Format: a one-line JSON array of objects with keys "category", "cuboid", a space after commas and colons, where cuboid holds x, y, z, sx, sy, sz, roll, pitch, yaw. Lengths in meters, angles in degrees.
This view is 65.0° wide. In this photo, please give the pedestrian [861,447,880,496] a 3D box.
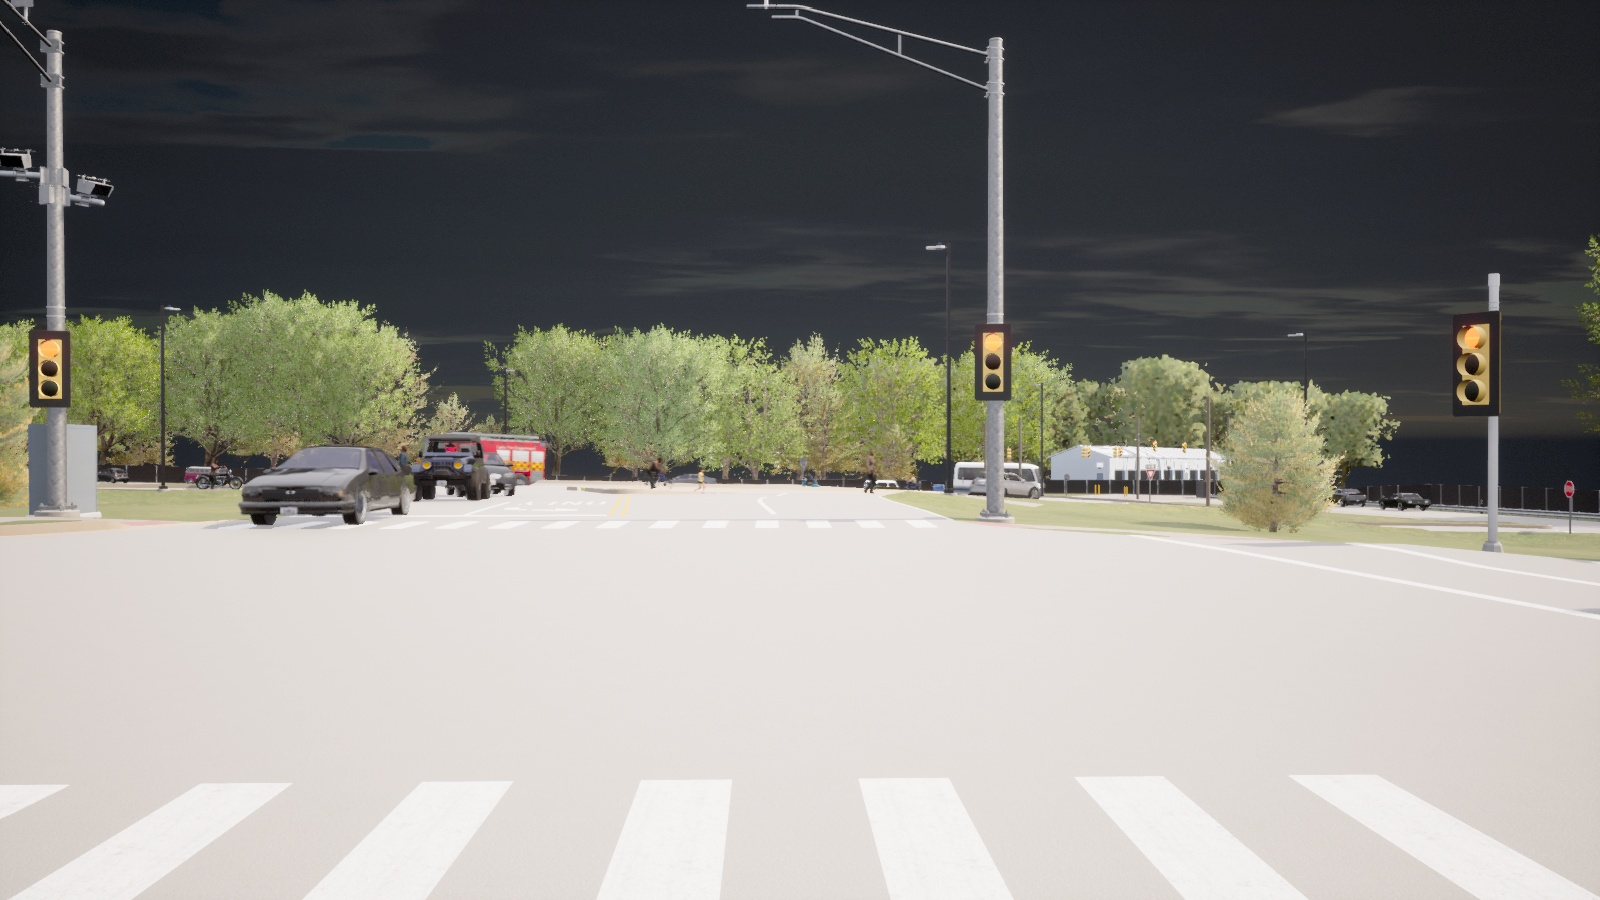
[{"category": "pedestrian", "cuboid": [2.675, 0.794, 47.586, 0.634, 1.846, 0.331, 0, 1, 27]}]

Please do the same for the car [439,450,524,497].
[{"category": "car", "cuboid": [-10.938, 0.770, 42.870, 2.128, 1.511, 4.902, 0, -1, -23]}]

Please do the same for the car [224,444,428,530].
[{"category": "car", "cuboid": [-8.644, 0.604, 23.477, 2.033, 1.411, 5.357, 0, 0, -3]}]

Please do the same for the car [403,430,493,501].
[{"category": "car", "cuboid": [-9.816, 0.454, 35.273, 1.905, 1.878, 3.866, 0, -1, -8]}]

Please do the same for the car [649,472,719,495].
[{"category": "car", "cuboid": [-8.655, 2.494, 93.730, 4.902, 1.511, 2.128, 0, -6, -15]}]

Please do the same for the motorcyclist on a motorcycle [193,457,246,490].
[{"category": "motorcyclist on a motorcycle", "cuboid": [-30.050, 1.226, 65.022, 2.350, 1.649, 0.766, 0, 1, -7]}]

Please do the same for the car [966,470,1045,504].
[{"category": "car", "cuboid": [10.504, 1.876, 64.041, 3.806, 1.475, 1.970, 6, -4, -42]}]

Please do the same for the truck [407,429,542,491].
[{"category": "truck", "cuboid": [-22.355, 0.758, 86.389, 8.468, 3.827, 2.891, 3, -3, -25]}]
